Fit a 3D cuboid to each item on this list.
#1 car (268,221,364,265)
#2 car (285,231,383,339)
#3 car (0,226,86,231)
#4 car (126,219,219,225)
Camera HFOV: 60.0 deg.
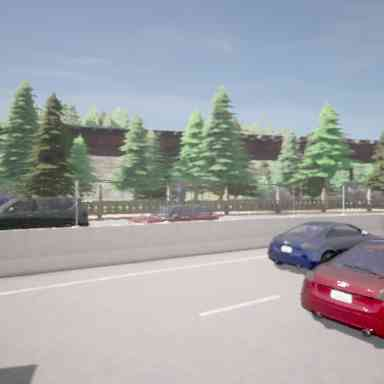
[{"bbox_3d":[4.432,1.612,10.543,4.181,1.385,1.994,0,0,-31],"label":"car"},{"bbox_3d":[4.020,1.598,6.224,4.181,1.385,1.994,0,0,-32],"label":"car"},{"bbox_3d":[-7.672,1.239,15.552,5.566,2.045,2.150,0,0,-35],"label":"car"},{"bbox_3d":[-0.880,1.396,15.740,4.553,1.767,2.097,0,0,-31],"label":"car"}]
